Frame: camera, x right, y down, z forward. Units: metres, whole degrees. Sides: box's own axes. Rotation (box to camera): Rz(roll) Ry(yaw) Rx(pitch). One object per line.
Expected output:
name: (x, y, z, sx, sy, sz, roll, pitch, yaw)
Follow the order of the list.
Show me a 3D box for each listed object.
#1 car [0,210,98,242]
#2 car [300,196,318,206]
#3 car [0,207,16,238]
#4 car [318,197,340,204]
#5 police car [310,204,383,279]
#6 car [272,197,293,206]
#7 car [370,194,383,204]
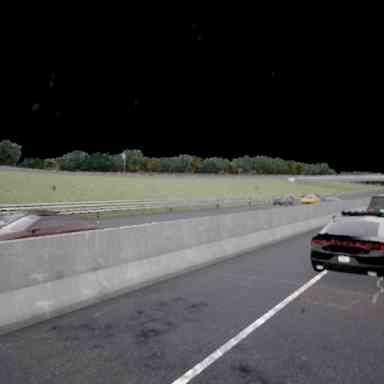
car: (-5.432, 1.526, 11.678, 1.812, 1.442, 4.674, 0, 0, 36)
car: (17.851, 1.336, 50.218, 1.882, 1.535, 5.008, 0, 0, 35)
car: (-11.146, 1.545, 15.740, 1.812, 1.442, 4.674, 0, 0, 36)
car: (19.486, 1.382, 46.482, 1.812, 1.442, 4.674, 0, 0, 35)
police car: (5.116, 1.379, 9.987, 1.930, 1.638, 5.238, 0, 0, 36)
car: (13.786, 1.439, 50.541, 1.994, 1.385, 4.181, 0, 0, 35)
car: (10.915, 1.137, 18.046, 2.150, 2.045, 5.566, 0, 0, 36)
